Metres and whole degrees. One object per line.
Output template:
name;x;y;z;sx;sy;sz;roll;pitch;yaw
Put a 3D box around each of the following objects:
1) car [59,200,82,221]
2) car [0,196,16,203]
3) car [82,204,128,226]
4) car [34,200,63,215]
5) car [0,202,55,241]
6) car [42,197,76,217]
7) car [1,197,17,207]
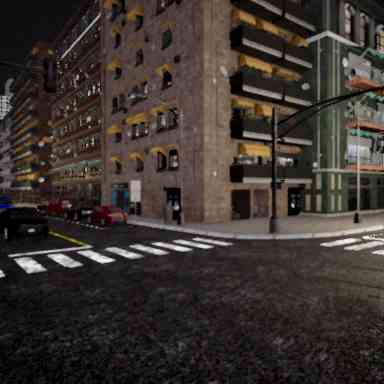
car;-9.247;1.633;27.810;1.947;1.339;4.313;-2;1;-37
car;-14.960;1.350;25.588;2.150;2.045;5.566;-1;0;-36
car;-5.928;1.613;23.339;1.802;1.307;4.206;-2;1;-37
car;-15.884;1.691;36.752;2.008;1.369;4.403;-2;1;-37
car;-8.989;1.541;17.544;1.882;1.535;5.008;-1;0;-37
car;-12.571;1.419;32.279;2.192;1.841;5.009;-2;1;-37
car;-32.567;1.765;59.041;1.967;1.590;4.097;-2;1;-37
